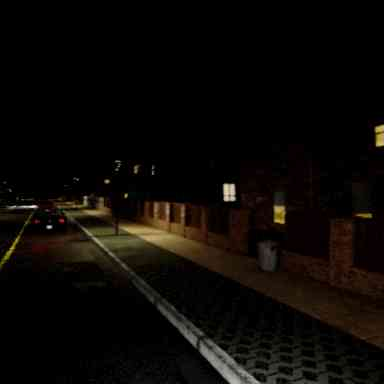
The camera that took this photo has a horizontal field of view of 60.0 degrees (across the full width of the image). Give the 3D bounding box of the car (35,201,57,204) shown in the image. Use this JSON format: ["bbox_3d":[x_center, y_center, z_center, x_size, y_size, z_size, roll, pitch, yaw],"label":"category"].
[{"bbox_3d":[-15.235,1.631,35.115,1.812,1.442,4.674,0,0,-24],"label":"car"}]

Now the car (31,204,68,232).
[{"bbox_3d":[-8.768,1.653,20.460,1.895,1.301,4.718,0,0,-24],"label":"car"}]

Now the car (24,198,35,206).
[{"bbox_3d":[-29.888,1.831,61.245,1.895,1.301,4.718,0,0,-24],"label":"car"}]
